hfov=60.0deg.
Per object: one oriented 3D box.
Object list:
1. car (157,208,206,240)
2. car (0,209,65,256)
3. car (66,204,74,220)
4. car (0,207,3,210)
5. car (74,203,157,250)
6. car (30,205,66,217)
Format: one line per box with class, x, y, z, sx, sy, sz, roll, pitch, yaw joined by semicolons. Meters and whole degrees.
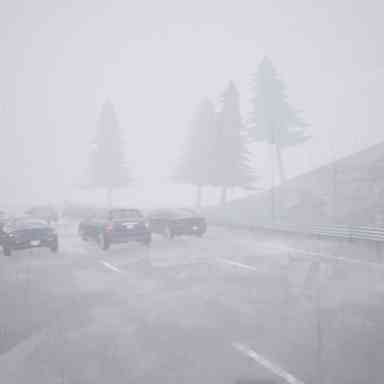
car;-1.206;1.586;17.989;1.882;1.535;5.008;0;0;-33
car;-6.899;1.666;13.909;1.812;1.442;4.674;0;0;-33
car;-10.718;1.796;30.980;1.812;1.442;4.674;0;0;-39
car;-16.456;1.780;26.949;1.882;1.535;5.008;0;0;-39
car;-3.697;1.469;15.403;2.097;1.767;4.553;0;0;-33
car;-12.628;1.819;27.762;2.033;1.411;5.357;0;0;-38
